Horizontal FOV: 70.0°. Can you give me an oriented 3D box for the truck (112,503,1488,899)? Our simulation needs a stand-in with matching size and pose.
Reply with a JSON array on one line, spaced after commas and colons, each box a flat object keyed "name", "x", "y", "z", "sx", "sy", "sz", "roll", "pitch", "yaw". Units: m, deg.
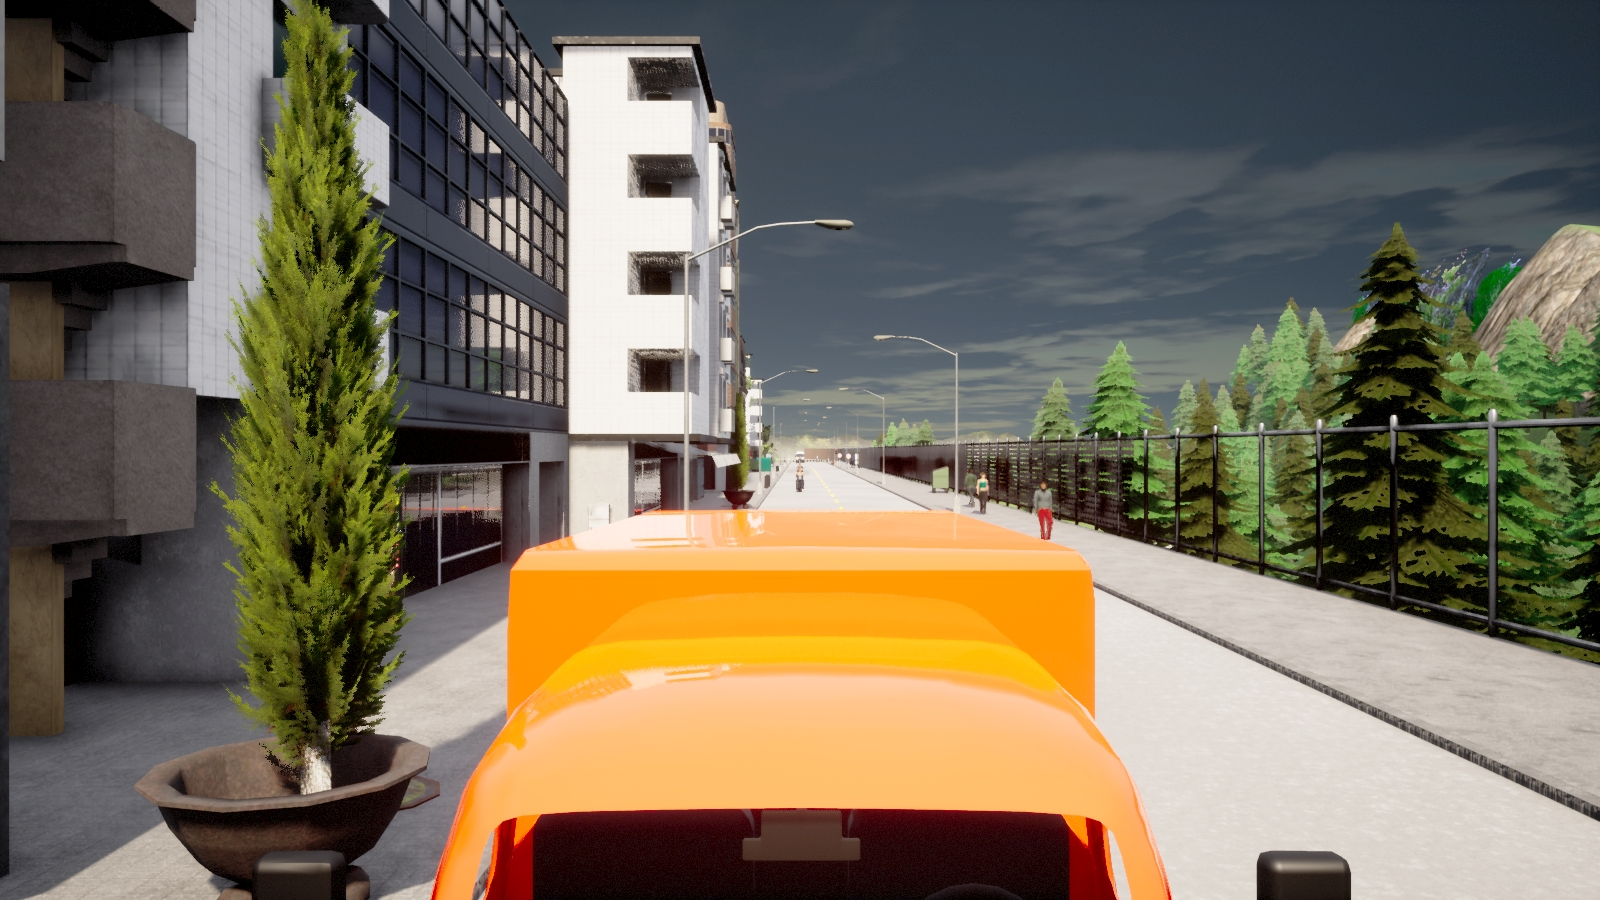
[{"name": "truck", "x": 0.000, "y": 1.571, "z": 4.781, "sx": 2.627, "sy": 2.467, "sz": 5.204, "roll": 0, "pitch": 0, "yaw": 0}]

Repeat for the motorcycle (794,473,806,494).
[{"name": "motorcycle", "x": 0.003, "y": 2.184, "z": 75.576, "sx": 0.764, "sy": 1.307, "sz": 2.356, "roll": 0, "pitch": 0, "yaw": 0}]

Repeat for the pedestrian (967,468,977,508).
[{"name": "pedestrian", "x": 8.064, "y": 1.766, "z": 53.695, "sx": 0.375, "sy": 1.860, "sz": 0.375, "roll": 0, "pitch": 0, "yaw": -8}]

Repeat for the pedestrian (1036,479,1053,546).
[{"name": "pedestrian", "x": 6.867, "y": 1.758, "z": 32.085, "sx": 0.375, "sy": 1.860, "sz": 0.375, "roll": 0, "pitch": 0, "yaw": -2}]

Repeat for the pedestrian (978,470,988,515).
[{"name": "pedestrian", "x": 7.631, "y": 1.764, "z": 47.675, "sx": 0.375, "sy": 1.860, "sz": 0.375, "roll": 0, "pitch": 0, "yaw": 1}]
